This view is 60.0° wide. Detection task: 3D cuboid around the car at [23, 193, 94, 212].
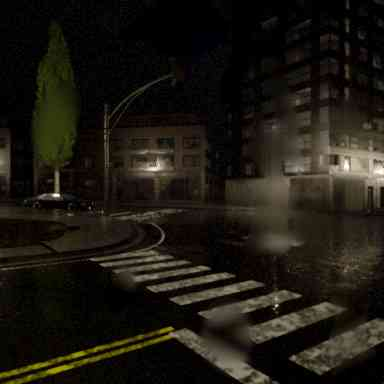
[{"bbox_3d":[-10.521,0.785,26.314,5.357,1.411,2.033,1,0,11],"label":"car"}]
